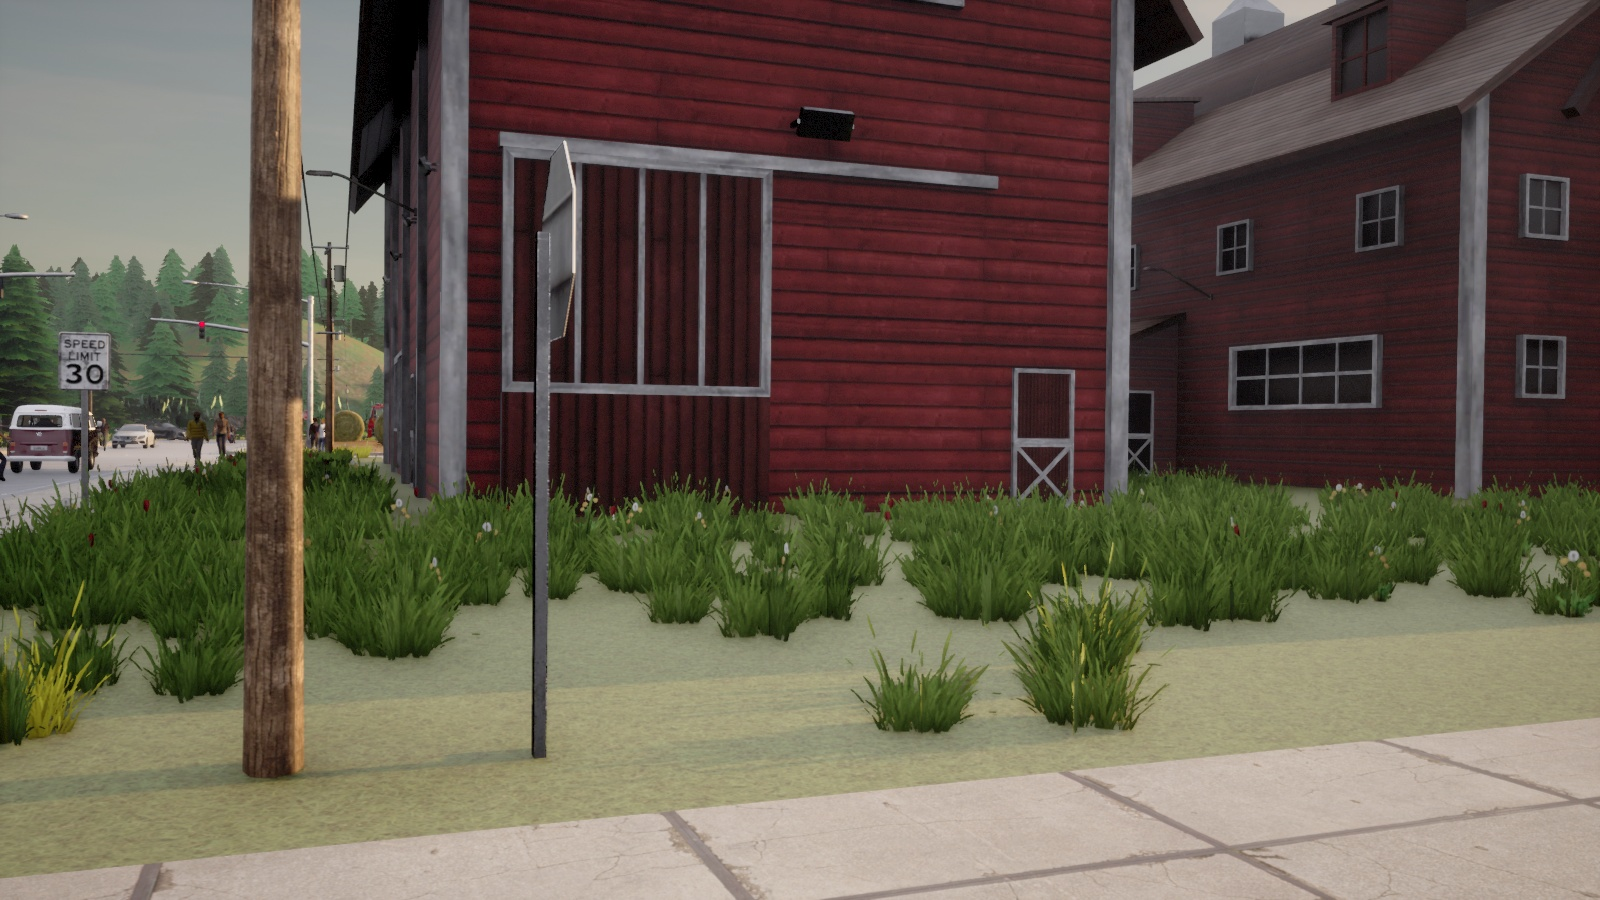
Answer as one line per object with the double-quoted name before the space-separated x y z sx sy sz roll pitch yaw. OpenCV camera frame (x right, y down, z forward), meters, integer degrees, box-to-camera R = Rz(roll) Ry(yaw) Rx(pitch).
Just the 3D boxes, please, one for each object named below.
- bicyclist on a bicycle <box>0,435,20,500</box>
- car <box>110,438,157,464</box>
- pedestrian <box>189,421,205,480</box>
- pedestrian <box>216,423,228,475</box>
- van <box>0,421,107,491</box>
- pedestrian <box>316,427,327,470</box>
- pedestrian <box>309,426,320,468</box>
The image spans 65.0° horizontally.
"bicyclist on a bicycle" -20.590 0.437 32.042 0.866 1.612 1.509 -1 1 -20
"car" -39.762 0.035 74.986 1.812 1.442 4.674 -1 1 -20
"pedestrian" -18.975 0.016 39.528 0.370 1.835 0.726 -1 1 -20
"pedestrian" -20.488 -0.049 44.494 0.328 1.805 0.869 -1 1 -22
"van" -23.034 0.140 38.831 2.069 2.038 4.480 -1 1 -20
"pedestrian" -20.339 -0.075 53.366 0.354 1.836 0.706 -1 1 -25
"pedestrian" -22.451 -0.129 58.088 0.402 1.930 0.666 -1 1 -25
